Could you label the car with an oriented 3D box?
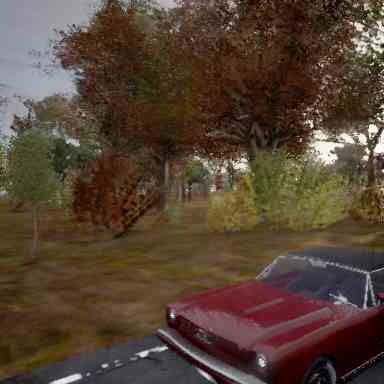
[{"bbox_3d":[1.909,1.575,4.799,4.718,1.301,1.895,-1,0,-36],"label":"car"}]
